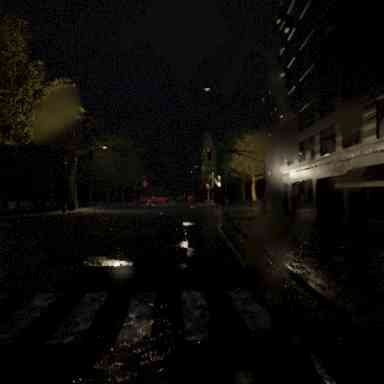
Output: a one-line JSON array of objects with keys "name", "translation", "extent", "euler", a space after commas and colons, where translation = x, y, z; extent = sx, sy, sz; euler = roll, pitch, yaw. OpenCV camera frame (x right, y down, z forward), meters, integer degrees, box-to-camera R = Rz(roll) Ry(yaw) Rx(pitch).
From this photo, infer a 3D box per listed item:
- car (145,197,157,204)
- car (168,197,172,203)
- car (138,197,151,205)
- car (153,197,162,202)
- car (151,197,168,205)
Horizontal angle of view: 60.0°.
[{"name": "car", "translation": [-9.728, 1.938, 79.225], "extent": [2.128, 1.511, 4.902], "euler": [0, -1, 0]}, {"name": "car", "translation": [-6.478, 1.955, 79.432], "extent": [2.033, 1.411, 5.357], "euler": [0, -1, 0]}, {"name": "car", "translation": [-9.731, 1.747, 67.089], "extent": [1.882, 1.535, 5.008], "euler": [0, -1, 0]}, {"name": "car", "translation": [-9.723, 2.205, 94.212], "extent": [1.895, 1.301, 4.718], "euler": [0, -1, 0]}, {"name": "car", "translation": [-6.481, 1.747, 67.088], "extent": [1.882, 1.535, 5.008], "euler": [0, -1, 0]}]
